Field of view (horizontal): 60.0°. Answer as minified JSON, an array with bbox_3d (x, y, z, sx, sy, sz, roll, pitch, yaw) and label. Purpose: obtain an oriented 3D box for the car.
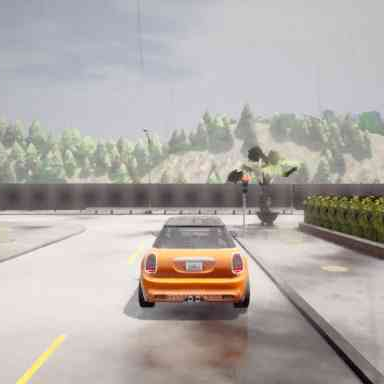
[{"bbox_3d":[0.056,1.352,8.091,2.097,1.767,4.553,0,0,0],"label":"car"}]
